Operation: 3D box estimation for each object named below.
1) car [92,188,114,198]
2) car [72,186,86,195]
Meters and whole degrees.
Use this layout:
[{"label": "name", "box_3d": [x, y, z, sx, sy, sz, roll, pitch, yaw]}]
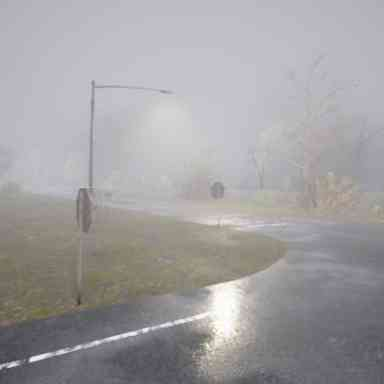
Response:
[{"label": "car", "box_3d": [-13.465, 0.078, 50.041, 2.033, 1.411, 5.357, 1, 1, -36]}, {"label": "car", "box_3d": [-19.535, -0.280, 58.512, 1.812, 1.442, 4.674, 1, 1, -36]}]
